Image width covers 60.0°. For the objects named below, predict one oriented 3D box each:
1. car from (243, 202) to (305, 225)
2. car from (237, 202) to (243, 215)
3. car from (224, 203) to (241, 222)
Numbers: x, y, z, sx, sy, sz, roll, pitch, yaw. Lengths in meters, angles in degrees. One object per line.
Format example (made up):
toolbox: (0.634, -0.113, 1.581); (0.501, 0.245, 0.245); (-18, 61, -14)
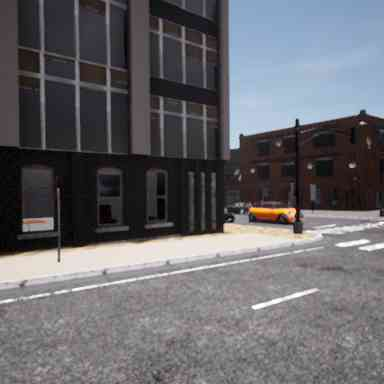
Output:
car: (6.712, 1.579, 26.659); (2.097, 1.767, 4.553); (-1, 0, -37)
car: (5.371, 1.865, 38.285); (2.008, 1.369, 4.403); (-2, 0, -37)
car: (1.773, 1.897, 28.681); (1.947, 1.339, 4.313); (-2, 0, -37)
